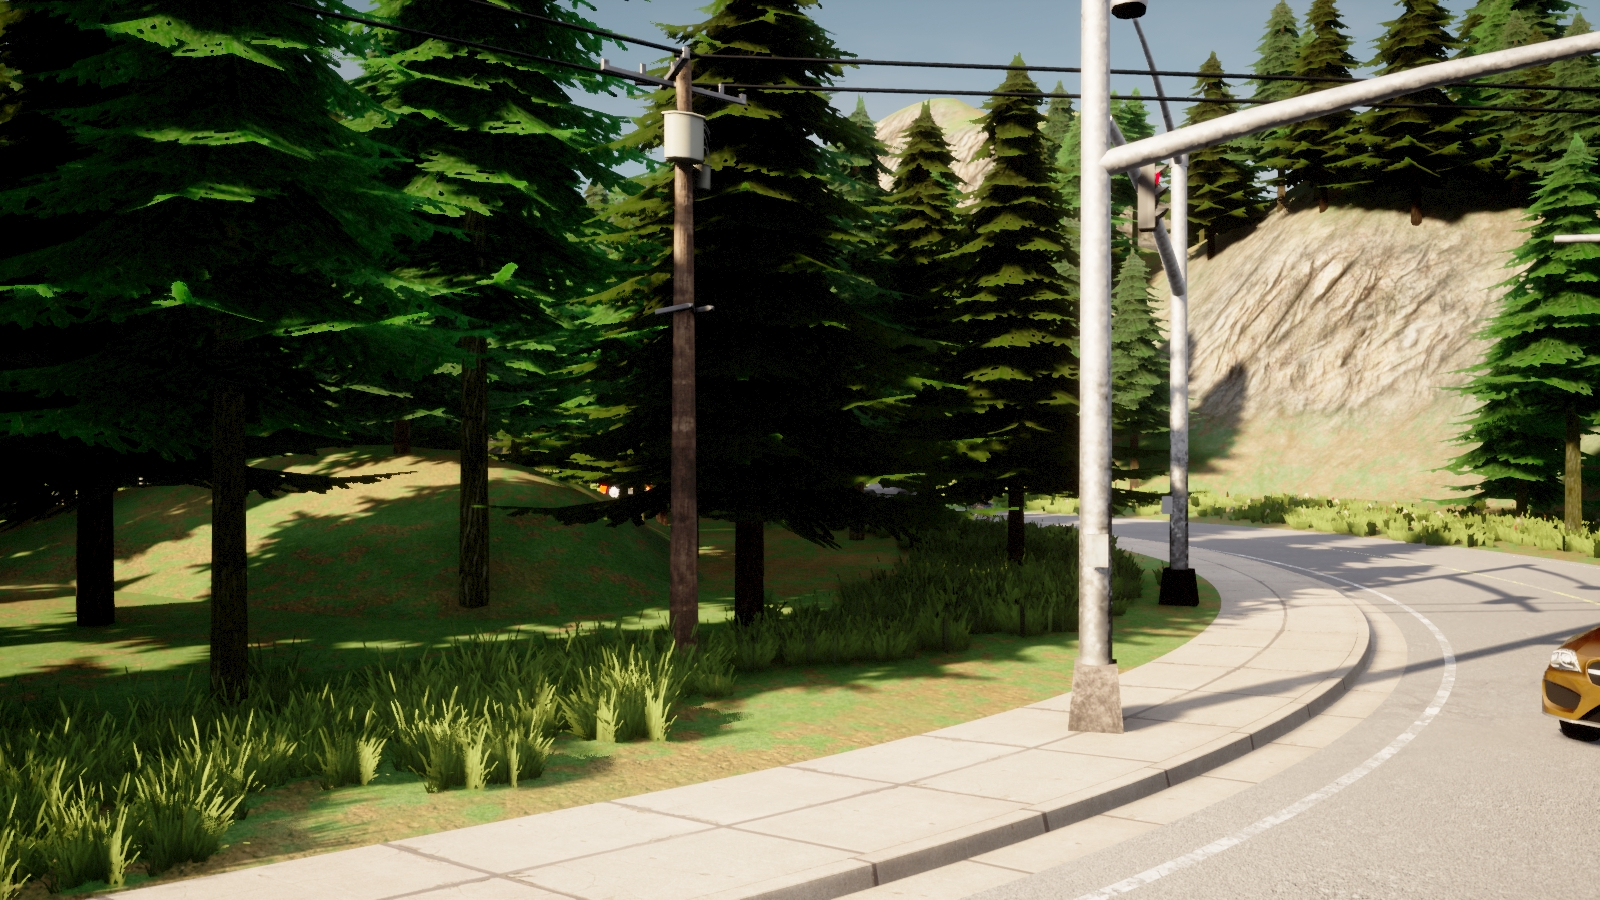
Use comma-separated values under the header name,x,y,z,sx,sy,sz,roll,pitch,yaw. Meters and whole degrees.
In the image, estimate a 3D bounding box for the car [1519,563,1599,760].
name,x,y,z,sx,sy,sz,roll,pitch,yaw
car,9.577,1.970,11.147,5.027,1.651,2.152,0,0,-29
